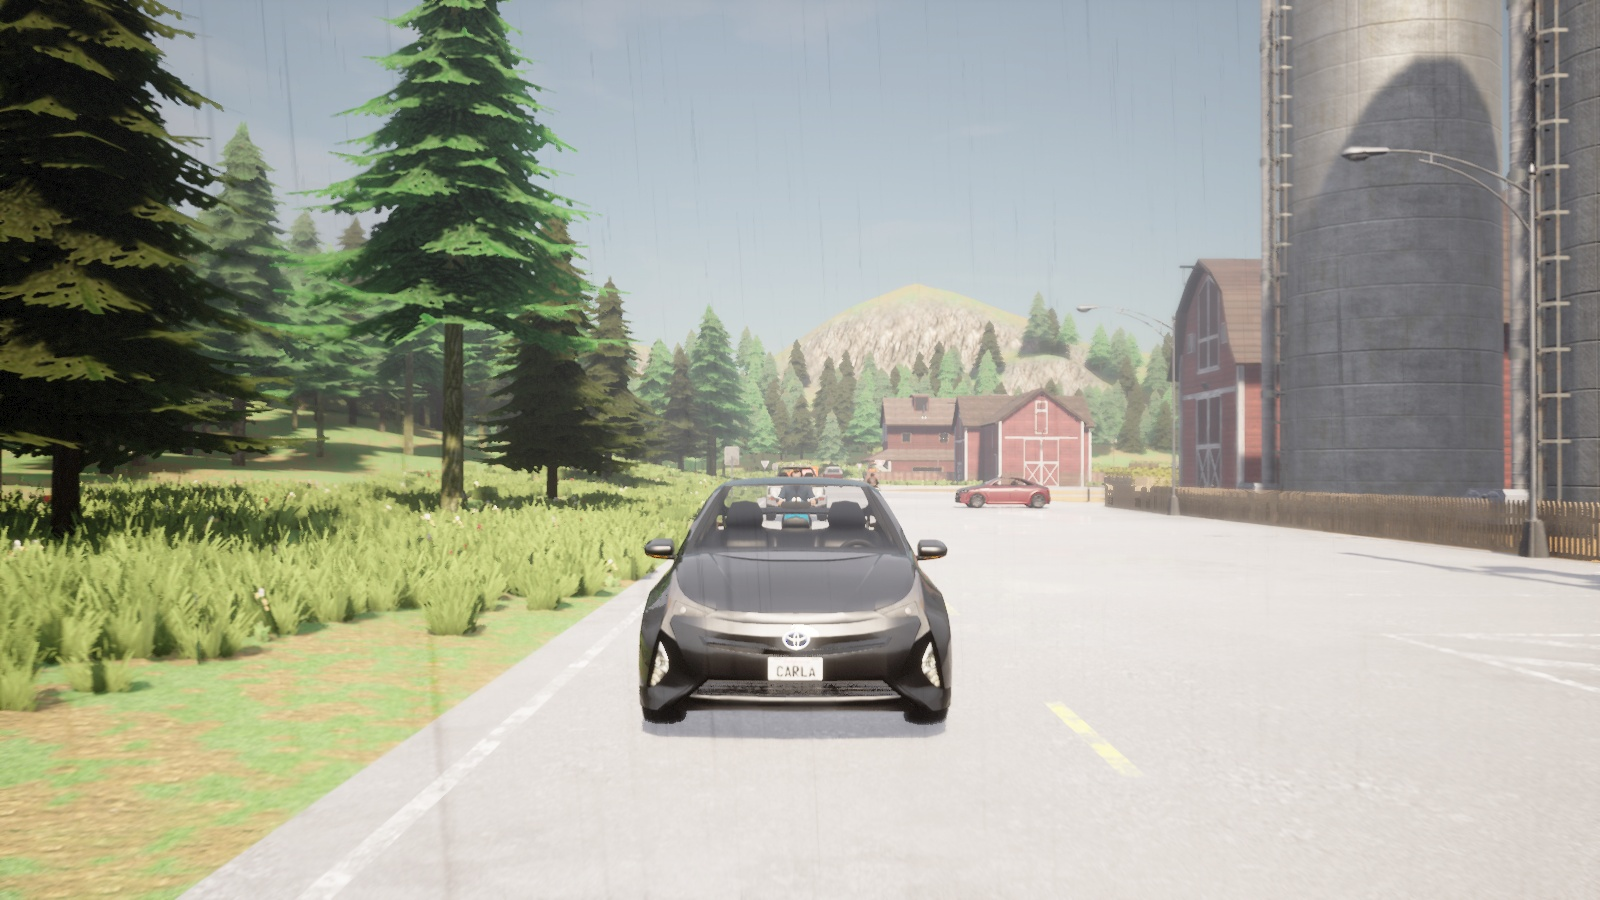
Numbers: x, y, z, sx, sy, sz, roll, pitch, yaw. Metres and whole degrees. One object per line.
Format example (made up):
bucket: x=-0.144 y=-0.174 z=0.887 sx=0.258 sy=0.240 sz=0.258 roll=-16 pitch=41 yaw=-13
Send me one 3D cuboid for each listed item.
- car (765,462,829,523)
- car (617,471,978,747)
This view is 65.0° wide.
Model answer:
car: x=-0.101 y=1.347 z=40.828 sx=1.932 sy=1.855 sz=4.605 roll=0 pitch=-1 yaw=0
car: x=-0.023 y=0.925 z=9.259 sx=2.007 sy=1.525 sz=4.514 roll=0 pitch=-1 yaw=0
